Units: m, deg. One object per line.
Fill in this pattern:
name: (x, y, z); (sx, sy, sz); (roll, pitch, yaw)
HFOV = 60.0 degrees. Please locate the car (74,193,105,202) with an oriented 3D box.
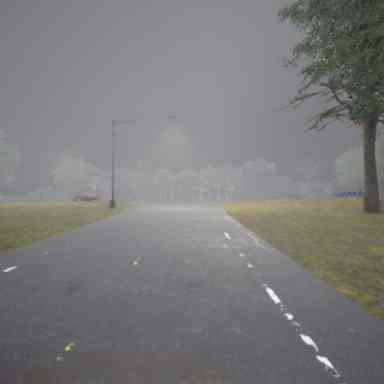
car: (-16.135, 0.879, 52.716); (5.008, 1.535, 1.882); (-1, -2, 1)

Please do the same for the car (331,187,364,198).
car: (28.159, 0.215, 60.204); (5.566, 2.045, 2.150); (-2, -2, -1)
